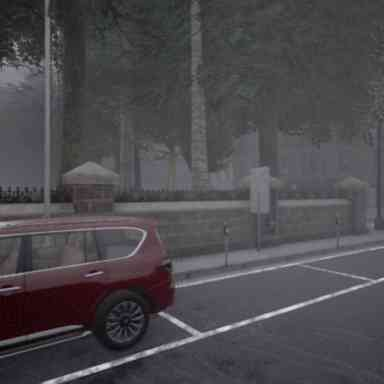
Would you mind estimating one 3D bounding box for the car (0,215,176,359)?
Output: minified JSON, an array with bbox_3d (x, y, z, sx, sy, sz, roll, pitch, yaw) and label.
[{"bbox_3d":[-2.580,1.317,4.694,5.009,1.841,2.192,0,0,-36],"label":"car"}]
